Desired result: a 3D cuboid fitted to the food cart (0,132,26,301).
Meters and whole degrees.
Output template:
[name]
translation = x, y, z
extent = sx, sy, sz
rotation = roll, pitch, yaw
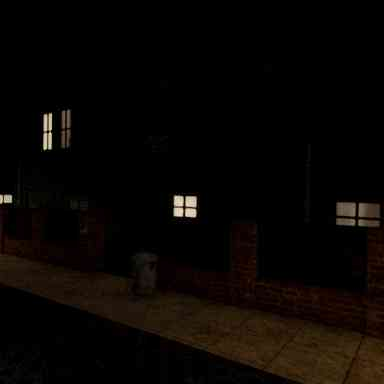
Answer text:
[food cart]
translation = -6.300, 0.462, 7.808
extent = 4.660, 3.560, 2.280
rotation = 2, 0, 35
